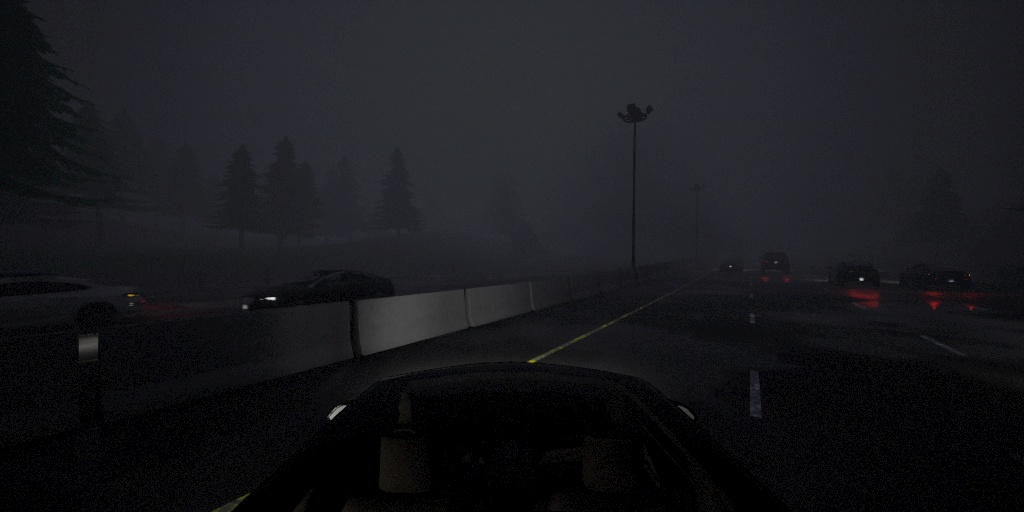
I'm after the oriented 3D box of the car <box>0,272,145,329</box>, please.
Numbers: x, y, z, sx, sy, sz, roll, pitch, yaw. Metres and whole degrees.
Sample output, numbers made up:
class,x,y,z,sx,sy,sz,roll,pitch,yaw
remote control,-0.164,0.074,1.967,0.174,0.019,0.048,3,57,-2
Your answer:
class,x,y,z,sx,sy,sz,roll,pitch,yaw
car,-12.817,1.265,9.242,1.812,1.442,4.674,0,0,34

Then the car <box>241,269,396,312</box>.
class,x,y,z,sx,sy,sz,roll,pitch,yaw
car,-6.440,1.232,12.516,2.128,1.511,4.902,0,0,34

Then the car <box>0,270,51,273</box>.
class,x,y,z,sx,sy,sz,roll,pitch,yaw
car,-15.765,1.214,11.131,1.882,1.535,5.008,0,0,34

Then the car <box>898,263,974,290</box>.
class,x,y,z,sx,sy,sz,roll,pitch,yaw
car,24.617,1.109,20.957,1.812,1.442,4.674,0,0,34

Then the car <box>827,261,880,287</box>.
class,x,y,z,sx,sy,sz,roll,pitch,yaw
car,21.682,1.085,22.867,1.837,1.490,4.892,0,0,34

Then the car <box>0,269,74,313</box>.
class,x,y,z,sx,sy,sz,roll,pitch,yaw
car,-19.064,1.259,12.489,1.812,1.442,4.674,0,0,34

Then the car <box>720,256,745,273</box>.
class,x,y,z,sx,sy,sz,roll,pitch,yaw
car,22.518,0.956,36.780,1.994,1.385,4.181,0,1,34

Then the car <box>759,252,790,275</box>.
class,x,y,z,sx,sy,sz,roll,pitch,yaw
car,25.052,0.628,34.265,2.150,2.045,5.566,0,1,34
